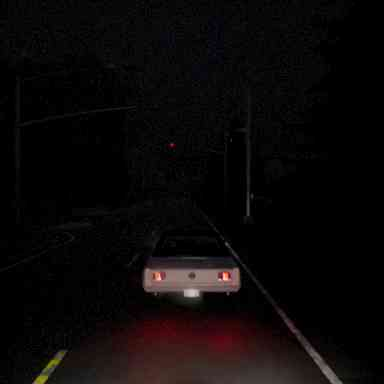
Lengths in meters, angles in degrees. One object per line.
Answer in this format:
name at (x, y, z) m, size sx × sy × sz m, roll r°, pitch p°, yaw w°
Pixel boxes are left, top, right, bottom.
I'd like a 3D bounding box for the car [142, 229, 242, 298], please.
car at (-0.042, 1.595, 8.421) m, size 1.895 × 1.301 × 4.718 m, roll 0°, pitch 0°, yaw -1°
